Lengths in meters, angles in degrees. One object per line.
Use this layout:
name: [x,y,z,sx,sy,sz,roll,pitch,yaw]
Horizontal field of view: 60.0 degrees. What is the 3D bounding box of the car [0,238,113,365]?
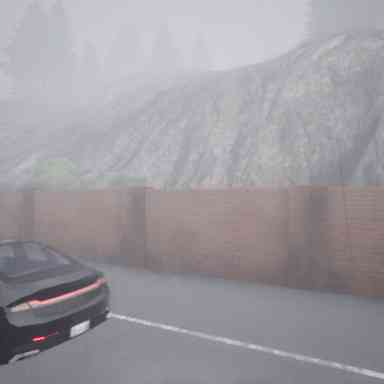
car: [-3.541,1.512,5.338,4.902,1.511,2.128,0,0,28]
